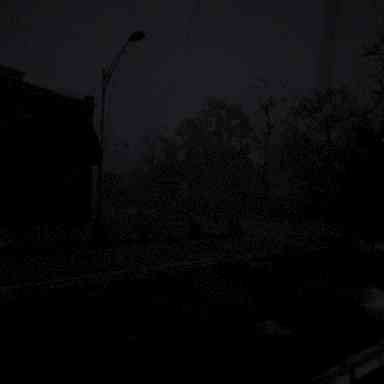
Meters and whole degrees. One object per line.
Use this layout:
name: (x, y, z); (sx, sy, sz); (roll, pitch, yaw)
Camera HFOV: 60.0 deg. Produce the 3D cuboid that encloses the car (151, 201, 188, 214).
car: (-2.752, 1.773, 39.672); (4.902, 1.511, 2.128); (1, -1, 35)
